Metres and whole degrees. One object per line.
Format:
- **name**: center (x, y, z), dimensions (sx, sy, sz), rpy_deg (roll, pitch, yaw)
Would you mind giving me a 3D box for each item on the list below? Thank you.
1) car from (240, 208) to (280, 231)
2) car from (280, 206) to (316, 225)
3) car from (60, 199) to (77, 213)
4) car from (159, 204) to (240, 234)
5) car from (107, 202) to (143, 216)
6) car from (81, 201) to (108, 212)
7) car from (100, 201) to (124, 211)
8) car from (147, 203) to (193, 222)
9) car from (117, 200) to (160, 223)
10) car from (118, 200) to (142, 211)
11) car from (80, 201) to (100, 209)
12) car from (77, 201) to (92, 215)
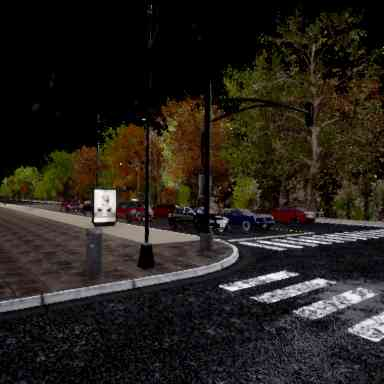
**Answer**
- **car**: center (3.116, 1.733, 21.764), dimensions (1.895, 1.301, 4.718), rpy_deg (1, -1, -35)
- **car**: center (7.790, 1.800, 26.785), dimensions (1.994, 1.385, 4.181), rpy_deg (1, -1, -35)
- **car**: center (-15.726, 1.732, 43.375), dimensions (2.097, 1.767, 4.553), rpy_deg (1, -1, -34)
- **car**: center (0.293, 1.582, 20.113), dimensions (2.128, 1.511, 4.902), rpy_deg (1, -1, -34)
- **car**: center (-7.560, 1.871, 37.215), dimensions (2.033, 1.411, 5.357), rpy_deg (1, -1, -34)
- **car**: center (-13.556, 1.980, 45.955), dimensions (2.033, 1.411, 5.357), rpy_deg (1, -1, -34)
- **car**: center (-11.973, 2.024, 49.526), dimensions (1.812, 1.442, 4.674), rpy_deg (1, -1, -34)
- **car**: center (-2.036, 1.750, 29.220), dimensions (1.812, 1.442, 4.674), rpy_deg (1, -1, -35)
- **car**: center (-4.923, 1.537, 27.686), dimensions (2.097, 1.767, 4.553), rpy_deg (1, -1, -35)
- **car**: center (-9.861, 2.060, 52.316), dimensions (1.837, 1.490, 4.892), rpy_deg (1, -1, -35)
- **car**: center (-17.843, 2.204, 57.967), dimensions (1.895, 1.301, 4.718), rpy_deg (1, -1, -35)
- **car**: center (-10.126, 1.770, 35.218), dimensions (2.128, 1.511, 4.902), rpy_deg (1, -1, -35)
